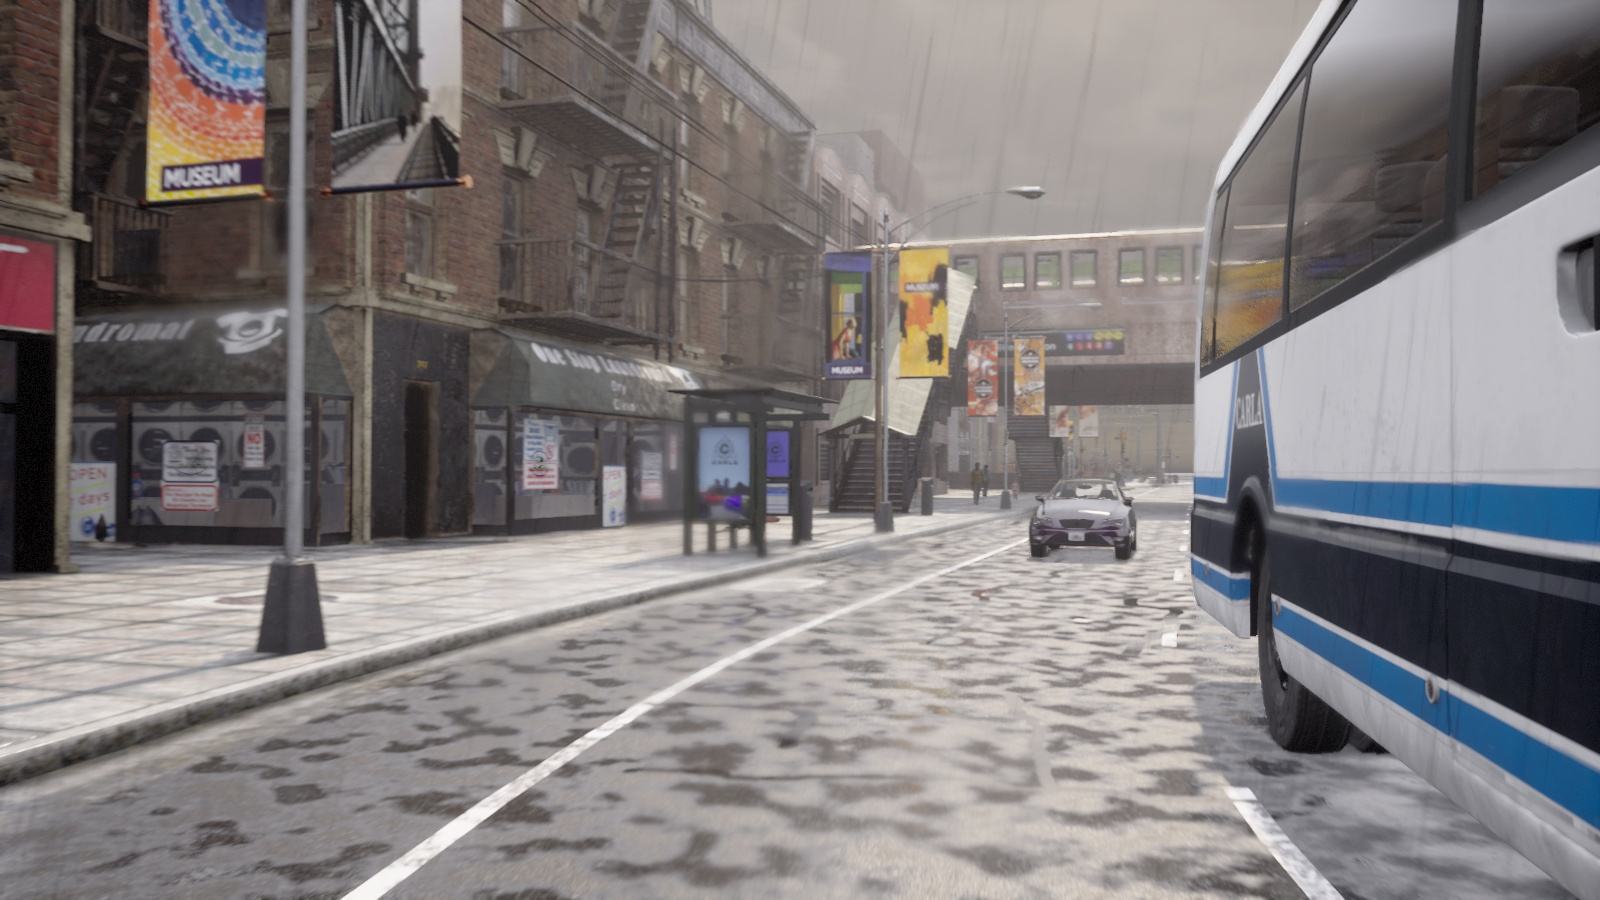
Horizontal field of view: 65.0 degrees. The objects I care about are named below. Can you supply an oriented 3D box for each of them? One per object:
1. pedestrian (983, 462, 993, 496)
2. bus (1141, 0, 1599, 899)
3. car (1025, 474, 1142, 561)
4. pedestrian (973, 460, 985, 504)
[{"bbox_3d":[10.512,1.614,70.215,0.396,1.930,0.692,-1,-1,23],"label":"pedestrian"},{"bbox_3d":[3.691,-0.501,4.304,3.944,4.253,10.273,-1,-1,10],"label":"bus"},{"bbox_3d":[5.479,1.212,23.922,1.816,1.474,4.193,0,-1,18],"label":"car"},{"bbox_3d":[7.563,1.337,53.112,0.431,1.840,0.709,0,-1,12],"label":"pedestrian"}]
